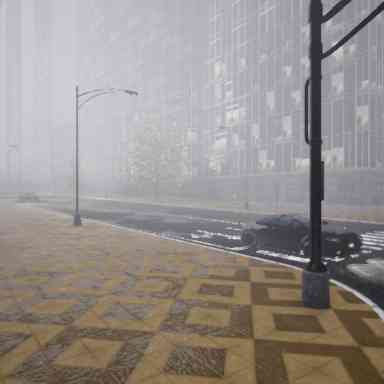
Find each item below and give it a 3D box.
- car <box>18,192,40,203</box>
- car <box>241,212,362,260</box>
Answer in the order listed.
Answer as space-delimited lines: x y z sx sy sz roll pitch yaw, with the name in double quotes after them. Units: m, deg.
-21.999 0.651 44.876 1.895 1.301 4.718 0 1 -38 "car"
3.759 1.448 11.953 1.994 1.385 4.181 0 1 -38 "car"
